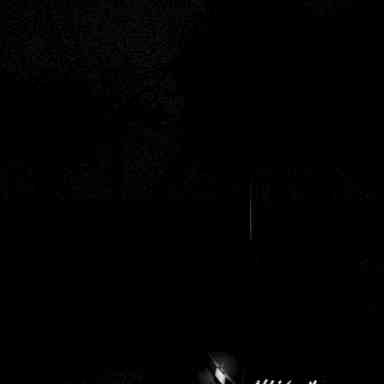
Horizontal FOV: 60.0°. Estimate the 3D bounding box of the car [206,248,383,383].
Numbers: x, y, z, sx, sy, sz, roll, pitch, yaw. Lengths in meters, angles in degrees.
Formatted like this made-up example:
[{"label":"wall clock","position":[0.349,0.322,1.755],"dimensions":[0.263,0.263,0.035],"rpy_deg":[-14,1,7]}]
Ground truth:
[{"label":"car","position":[2.555,1.507,4.001],"dimensions":[4.892,1.490,1.837],"rpy_deg":[0,0,-20]}]
